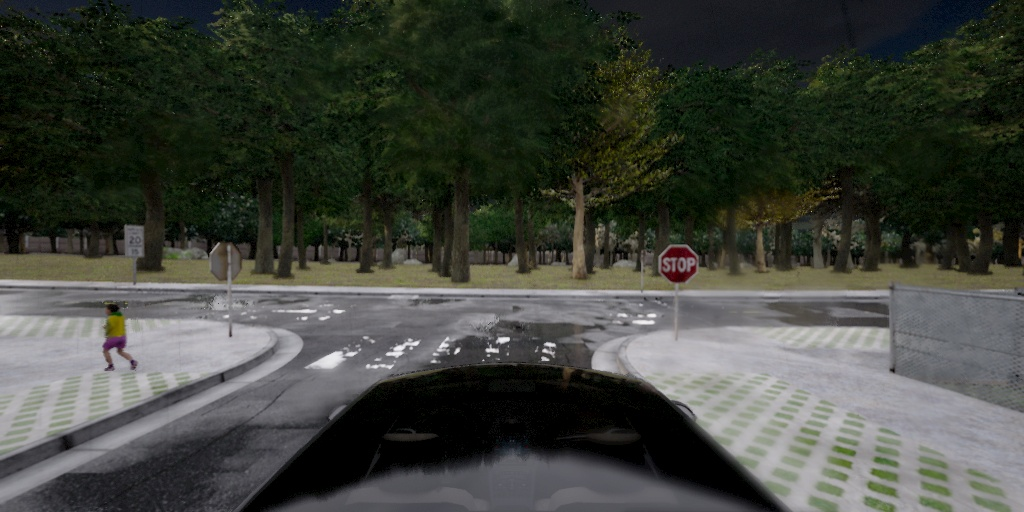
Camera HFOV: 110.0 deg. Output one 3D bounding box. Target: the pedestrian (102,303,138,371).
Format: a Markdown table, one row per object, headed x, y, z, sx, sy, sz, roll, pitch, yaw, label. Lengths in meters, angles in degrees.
| x | y | z | sx | sy | sz | roll | pitch | yaw | label |
| --- | --- | --- | --- | --- | --- | --- | --- | --- | --- |
| -6.256 | 1.284 | 5.696 | 0.500 | 1.100 | 0.500 | -1 | 1 | 0 | pedestrian |
